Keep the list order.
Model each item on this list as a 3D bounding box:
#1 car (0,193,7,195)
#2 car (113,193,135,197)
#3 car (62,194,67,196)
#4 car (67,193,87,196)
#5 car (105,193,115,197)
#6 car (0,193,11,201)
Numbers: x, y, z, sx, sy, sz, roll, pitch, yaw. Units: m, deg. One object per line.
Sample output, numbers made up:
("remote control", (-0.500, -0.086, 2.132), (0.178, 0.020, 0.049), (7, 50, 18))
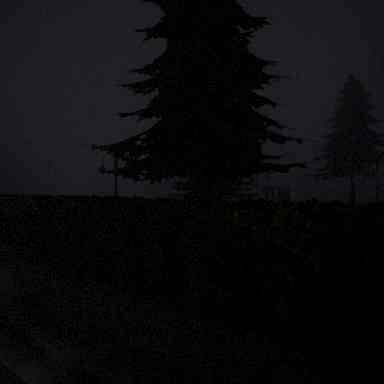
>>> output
("car", (-23.747, 1.331, 41.312), (5.027, 1.636, 2.152), (0, 0, -45))
("car", (-10.341, 1.384, 54.301), (3.806, 1.475, 1.970), (0, 0, -45))
("car", (-31.941, 1.232, 85.969), (3.806, 1.475, 1.970), (0, 0, -45))
("car", (-27.208, 1.154, 81.623), (5.027, 1.636, 2.152), (0, 0, -45))
("car", (-15.901, 1.097, 70.723), (4.605, 1.855, 1.932), (0, 0, -45))
("car", (-41.799, 1.097, 71.665), (4.605, 1.855, 1.932), (0, 0, -45))
